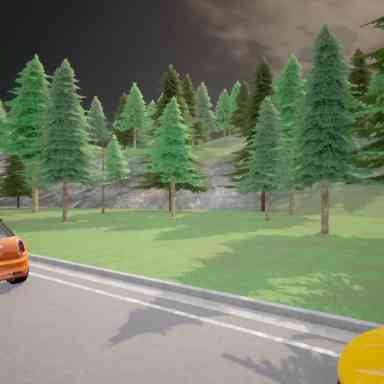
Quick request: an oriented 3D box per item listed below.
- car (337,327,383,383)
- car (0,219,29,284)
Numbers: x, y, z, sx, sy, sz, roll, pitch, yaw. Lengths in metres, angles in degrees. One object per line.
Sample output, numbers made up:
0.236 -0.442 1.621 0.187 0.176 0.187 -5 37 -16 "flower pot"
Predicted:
3.380 1.478 1.585 5.008 1.535 1.882 0 0 36 "car"
-6.136 1.352 8.342 4.553 1.767 2.097 0 0 35 "car"
